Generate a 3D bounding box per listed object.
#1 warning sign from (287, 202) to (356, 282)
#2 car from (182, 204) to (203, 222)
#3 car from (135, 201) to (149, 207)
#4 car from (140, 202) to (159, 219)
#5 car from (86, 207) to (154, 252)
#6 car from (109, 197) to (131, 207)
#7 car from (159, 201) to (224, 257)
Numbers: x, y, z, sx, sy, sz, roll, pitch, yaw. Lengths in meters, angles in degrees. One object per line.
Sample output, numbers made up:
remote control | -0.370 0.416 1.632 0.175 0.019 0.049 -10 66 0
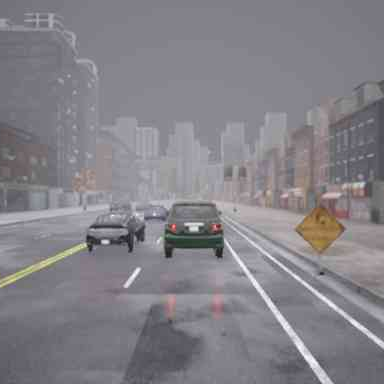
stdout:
warning sign | 3.215 1.204 8.374 1.300 1.860 1.060 0 -1 0
car | 0.074 1.858 30.813 1.812 1.442 4.674 0 -1 0
car | -6.607 2.025 45.846 1.837 1.490 4.892 0 -1 0
car | -3.177 1.890 30.312 1.994 1.385 4.181 0 -1 0
car | -3.174 1.647 14.642 2.128 1.511 4.902 0 -1 0
car | -9.856 1.747 46.100 2.150 2.045 5.566 0 -1 0
car | 0.079 1.366 13.795 2.150 2.045 5.566 0 -1 0
